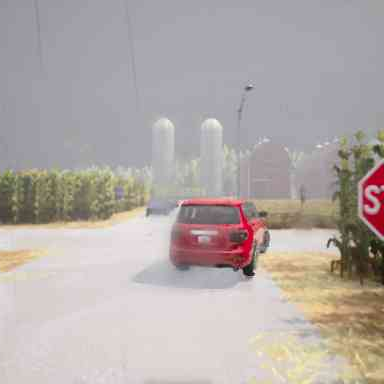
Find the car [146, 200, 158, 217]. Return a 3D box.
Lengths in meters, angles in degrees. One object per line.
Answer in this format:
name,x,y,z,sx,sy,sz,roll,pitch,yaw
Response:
car,-3.195,1.505,31.514,1.882,1.535,5.008,0,0,0

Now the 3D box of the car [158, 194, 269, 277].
car,1.079,1.193,10.493,2.150,2.045,5.566,0,0,17

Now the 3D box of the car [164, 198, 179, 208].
car,-3.168,1.672,52.872,2.033,1.411,5.357,0,0,0

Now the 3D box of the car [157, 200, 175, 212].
car,-3.191,1.690,41.563,1.895,1.301,4.718,0,0,0
